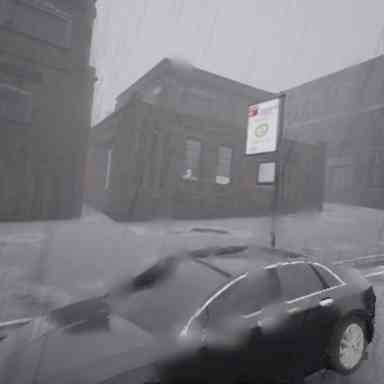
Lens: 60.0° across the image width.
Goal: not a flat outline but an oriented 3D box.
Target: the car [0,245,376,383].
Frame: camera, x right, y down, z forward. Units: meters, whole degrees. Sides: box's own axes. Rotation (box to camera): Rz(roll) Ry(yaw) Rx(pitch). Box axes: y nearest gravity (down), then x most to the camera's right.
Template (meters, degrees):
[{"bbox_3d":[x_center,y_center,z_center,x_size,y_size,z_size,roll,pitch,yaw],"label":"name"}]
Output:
[{"bbox_3d":[0.317,1.502,4.066,4.892,1.490,1.837,0,0,-34],"label":"car"}]
